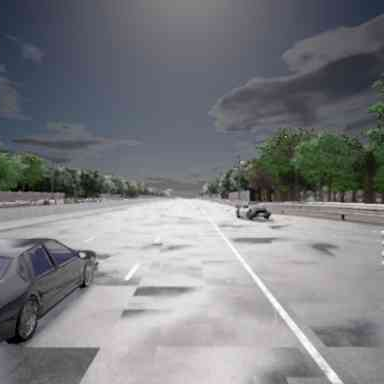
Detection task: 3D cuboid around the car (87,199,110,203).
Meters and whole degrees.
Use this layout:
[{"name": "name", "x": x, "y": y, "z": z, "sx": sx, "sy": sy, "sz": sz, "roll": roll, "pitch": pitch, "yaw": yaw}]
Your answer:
[{"name": "car", "x": -17.574, "y": 2.358, "z": 62.759, "sx": 1.895, "sy": 1.301, "sz": 4.718, "roll": 0, "pitch": -1, "yaw": 0}]

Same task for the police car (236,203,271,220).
[{"name": "police car", "x": 5.735, "y": 1.848, "z": 32.090, "sx": 2.038, "sy": 1.542, "sz": 4.974, "roll": -2, "pitch": -1, "yaw": -12}]

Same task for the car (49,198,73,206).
[{"name": "car", "x": -24.571, "y": 2.281, "z": 62.547, "sx": 1.812, "sy": 1.442, "sz": 4.674, "roll": 0, "pitch": -1, "yaw": 0}]

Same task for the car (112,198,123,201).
[{"name": "car", "x": -17.586, "y": 2.311, "z": 78.549, "sx": 2.097, "sy": 1.767, "sz": 4.553, "roll": 0, "pitch": -1, "yaw": 0}]

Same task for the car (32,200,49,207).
[{"name": "car", "x": -28.069, "y": 2.276, "z": 62.161, "sx": 1.812, "sy": 1.442, "sz": 4.674, "roll": 0, "pitch": 0, "yaw": 0}]

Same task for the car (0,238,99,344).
[{"name": "car", "x": -3.406, "y": 1.619, "z": 6.464, "sx": 2.033, "sy": 1.411, "sz": 5.357, "roll": 0, "pitch": -1, "yaw": 0}]

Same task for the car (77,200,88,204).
[{"name": "car", "x": -24.586, "y": 2.493, "z": 78.281, "sx": 2.033, "sy": 1.411, "sz": 5.357, "roll": 0, "pitch": -1, "yaw": 0}]

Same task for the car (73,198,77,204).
[{"name": "car", "x": -28.086, "y": 2.304, "z": 77.940, "sx": 2.097, "sy": 1.767, "sz": 4.553, "roll": 0, "pitch": -1, "yaw": 0}]
